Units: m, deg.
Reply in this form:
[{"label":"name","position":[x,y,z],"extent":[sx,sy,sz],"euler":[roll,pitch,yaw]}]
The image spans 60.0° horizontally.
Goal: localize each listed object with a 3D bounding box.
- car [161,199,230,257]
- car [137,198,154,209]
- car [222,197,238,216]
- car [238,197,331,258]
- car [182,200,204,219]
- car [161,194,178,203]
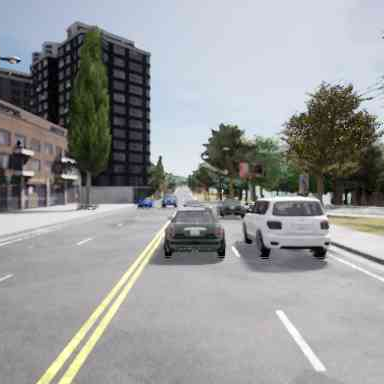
[{"label":"car","position":[0.105,1.340,12.934],"extent":[2.097,1.767,4.553],"euler":[0,0,0]},{"label":"car","position":[-6.519,1.553,47.256],"extent":[1.882,1.535,5.008],"euler":[0,0,1]},{"label":"car","position":[3.364,1.354,29.772],"extent":[2.097,1.767,4.553],"euler":[0,0,0]},{"label":"car","position":[3.354,1.206,12.793],"extent":[2.150,2.045,5.566],"euler":[0,0,0]},{"label":"car","position":[0.114,1.508,30.553],"extent":[1.837,1.490,4.892],"euler":[0,0,0]},{"label":"car","position":[-3.246,1.313,49.194],"extent":[2.150,2.045,5.566],"euler":[0,-1,0]}]
